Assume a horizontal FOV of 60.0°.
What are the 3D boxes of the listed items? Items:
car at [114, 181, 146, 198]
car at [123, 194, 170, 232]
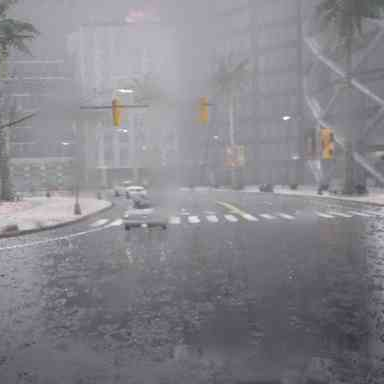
[{"bbox_3d":[-7.771,-0.282,41.222,2.150,2.045,5.566,-3,3,-34],"label":"car"},{"bbox_3d":[-2.045,0.981,15.850,1.895,1.301,4.718,-2,2,-2],"label":"car"}]
